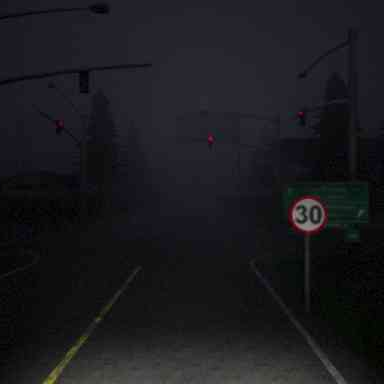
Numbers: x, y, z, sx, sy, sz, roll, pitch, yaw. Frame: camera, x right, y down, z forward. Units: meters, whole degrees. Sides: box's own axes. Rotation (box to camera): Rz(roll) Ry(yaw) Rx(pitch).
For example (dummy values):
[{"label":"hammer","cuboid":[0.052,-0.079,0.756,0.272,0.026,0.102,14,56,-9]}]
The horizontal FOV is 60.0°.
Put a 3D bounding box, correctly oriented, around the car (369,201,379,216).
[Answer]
[{"label":"car","cuboid":[14.801,1.715,30.573,3.866,1.878,1.905,0,0,1]}]
